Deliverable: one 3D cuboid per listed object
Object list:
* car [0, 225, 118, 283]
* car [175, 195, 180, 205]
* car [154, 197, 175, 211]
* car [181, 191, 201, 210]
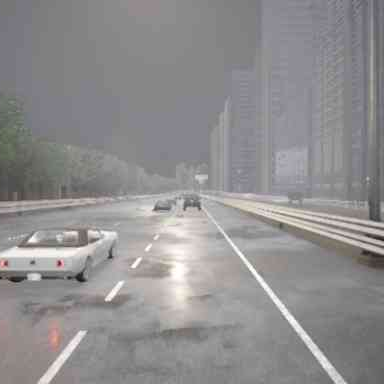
[{"bbox_3d":[-3.502,1.603,9.613,1.895,1.301,4.718,0,0,0],"label":"car"},{"bbox_3d":[-3.669,1.615,59.268,1.812,1.442,4.674,0,0,0],"label":"car"},{"bbox_3d":[-3.579,1.608,41.242,1.994,1.385,4.181,0,0,0],"label":"car"},{"bbox_3d":[0.009,1.271,43.332,2.150,2.045,5.566,0,0,0],"label":"car"}]
